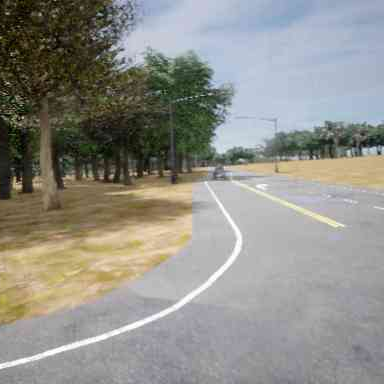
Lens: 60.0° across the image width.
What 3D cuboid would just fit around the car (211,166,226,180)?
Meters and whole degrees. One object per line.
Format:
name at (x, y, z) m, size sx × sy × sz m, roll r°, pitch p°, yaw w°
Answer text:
car at (3.786, -2.466, 47.040) m, size 2.128 × 1.511 × 4.902 m, roll -2°, pitch 5°, yaw 4°

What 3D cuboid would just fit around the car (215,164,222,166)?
car at (7.153, -6.577, 89.567) m, size 2.150 × 2.045 × 5.566 m, roll -2°, pitch 5°, yaw 1°
